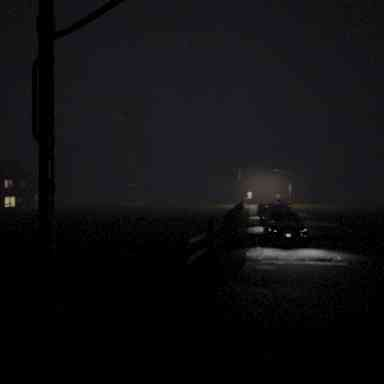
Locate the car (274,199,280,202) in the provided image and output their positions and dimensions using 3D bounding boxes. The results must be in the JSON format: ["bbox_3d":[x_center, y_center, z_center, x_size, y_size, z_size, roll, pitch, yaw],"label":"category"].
[{"bbox_3d":[8.208,1.882,36.929,2.033,1.411,5.357,-1,-1,10],"label":"car"}]

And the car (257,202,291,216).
[{"bbox_3d":[6.338,1.788,26.495,2.033,1.411,5.357,-1,-1,10],"label":"car"}]

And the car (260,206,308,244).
[{"bbox_3d":[4.617,1.657,16.863,1.837,1.490,4.892,-1,-1,10],"label":"car"}]

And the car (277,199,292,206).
[{"bbox_3d":[12.880,1.983,46.837,1.895,1.301,4.718,-1,-1,10],"label":"car"}]

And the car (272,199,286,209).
[{"bbox_3d":[14.323,1.958,55.014,1.837,1.490,4.892,-1,-1,10],"label":"car"}]
